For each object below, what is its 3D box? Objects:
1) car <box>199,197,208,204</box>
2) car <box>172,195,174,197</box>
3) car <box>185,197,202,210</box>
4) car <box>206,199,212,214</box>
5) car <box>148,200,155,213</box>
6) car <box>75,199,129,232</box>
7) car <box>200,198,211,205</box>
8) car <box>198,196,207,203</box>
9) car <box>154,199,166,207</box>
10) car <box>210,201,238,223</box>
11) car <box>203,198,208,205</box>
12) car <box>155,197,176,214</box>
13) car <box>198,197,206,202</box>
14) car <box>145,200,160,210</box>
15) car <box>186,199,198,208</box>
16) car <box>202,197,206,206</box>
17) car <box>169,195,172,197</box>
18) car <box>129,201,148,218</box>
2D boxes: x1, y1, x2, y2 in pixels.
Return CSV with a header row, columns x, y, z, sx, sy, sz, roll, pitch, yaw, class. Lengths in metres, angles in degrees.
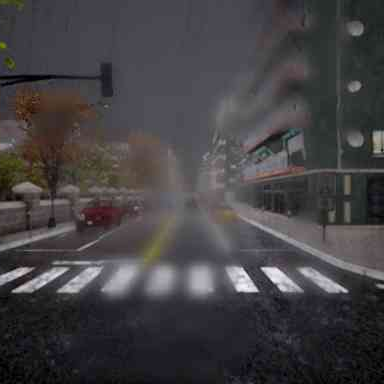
x,y,z,sx,sy,sz,roll,pitch,yaw,class
2.607,1.956,76.476,1.947,1.339,4.313,0,0,0,car
-5.773,1.941,76.467,2.008,1.369,4.403,0,0,0,car
0.000,1.703,45.909,1.882,1.535,5.008,0,-1,0,car
2.654,1.700,32.195,1.887,1.381,4.507,0,0,0,car
-5.733,1.728,37.721,1.887,1.381,4.507,0,0,0,car
-5.716,1.414,21.116,2.192,1.841,5.009,0,0,0,car
2.619,1.874,65.406,1.887,1.381,4.507,0,0,0,car
2.601,1.861,82.011,1.967,1.590,4.097,0,0,0,car
-5.755,1.881,59.861,1.802,1.307,4.206,0,0,0,car
2.659,1.653,26.830,1.752,1.417,4.829,0,0,0,car
2.648,1.734,37.731,2.008,1.369,4.403,0,0,0,car
-3.127,1.680,38.779,2.128,1.511,4.902,0,0,0,car
2.596,2.018,87.546,1.947,1.339,4.313,0,0,0,car
-5.744,1.822,48.791,1.802,1.307,4.206,0,0,0,car
-0.058,1.880,56.060,1.895,1.301,4.718,0,0,0,car
2.625,1.844,59.871,1.887,1.381,4.507,0,0,0,car
-5.767,1.883,70.761,1.752,1.417,4.829,0,0,0,car
-5.727,1.595,32.186,1.967,1.590,4.097,0,0,0,car
